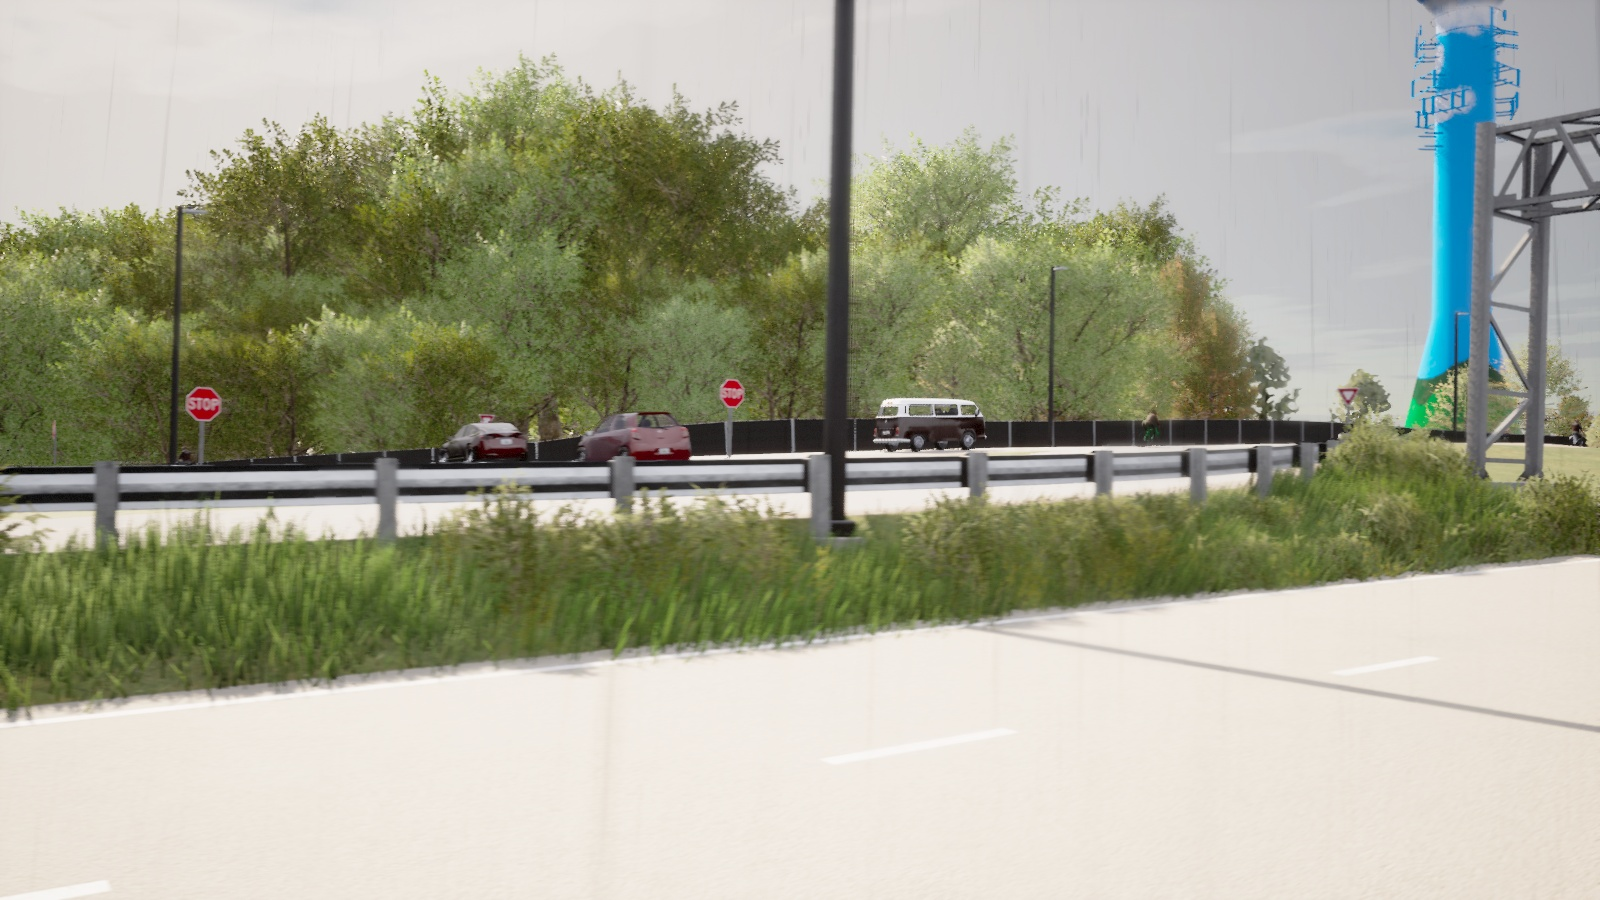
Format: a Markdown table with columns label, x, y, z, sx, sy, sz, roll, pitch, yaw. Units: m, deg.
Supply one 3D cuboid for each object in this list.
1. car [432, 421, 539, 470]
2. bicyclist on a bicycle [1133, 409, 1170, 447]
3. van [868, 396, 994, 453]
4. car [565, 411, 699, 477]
| label | x | y | z | sx | sy | sz | roll | pitch | yaw |
| --- | --- | --- | --- | --- | --- | --- | --- | --- | --- |
| car | -11.036 | -0.135 | 43.832 | 2.163 | 1.488 | 4.792 | -2 | 0 | -33 |
| bicyclist on a bicycle | 15.168 | -0.954 | 54.181 | 1.656 | 1.620 | 0.582 | 1 | 1 | -34 |
| van | 5.057 | -0.988 | 48.253 | 4.480 | 2.038 | 2.069 | -2 | 1 | -34 |
| car | -4.251 | -0.148 | 31.356 | 1.845 | 1.501 | 3.633 | -3 | 1 | -33 |
